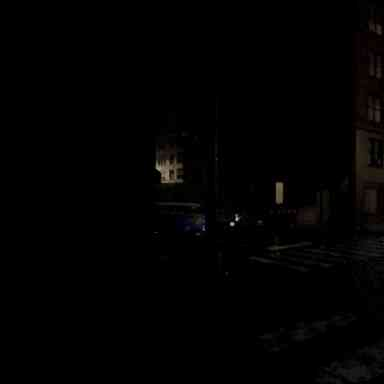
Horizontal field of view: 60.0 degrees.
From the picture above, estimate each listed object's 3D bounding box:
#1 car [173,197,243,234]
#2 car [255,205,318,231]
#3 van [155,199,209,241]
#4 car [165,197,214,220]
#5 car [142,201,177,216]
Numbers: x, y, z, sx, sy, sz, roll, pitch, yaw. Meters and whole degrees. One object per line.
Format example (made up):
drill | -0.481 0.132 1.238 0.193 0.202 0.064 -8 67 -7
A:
car | 0.599 1.322 19.639 2.150 2.045 5.566 1 0 -33
car | 6.060 1.583 21.851 1.967 1.590 4.097 1 0 -35
van | -0.915 1.422 16.951 1.690 1.788 3.998 1 0 -35
car | -0.341 1.452 31.006 2.192 1.841 5.009 1 0 -35
car | -3.543 1.698 35.581 1.947 1.339 4.313 1 0 -35
